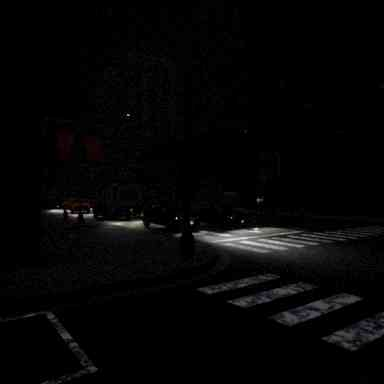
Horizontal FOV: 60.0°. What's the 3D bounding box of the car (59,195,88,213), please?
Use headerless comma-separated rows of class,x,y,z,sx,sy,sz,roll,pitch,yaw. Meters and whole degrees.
car,-12.637,1.426,36.236,1.882,1.535,5.008,0,0,-35

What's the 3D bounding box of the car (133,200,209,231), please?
car,-1.452,1.469,20.688,2.128,1.511,4.902,0,0,-36

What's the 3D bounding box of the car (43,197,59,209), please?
car,-18.395,1.534,44.310,1.895,1.301,4.718,0,0,-35

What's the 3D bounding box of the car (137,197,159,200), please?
car,-3.594,1.313,29.227,2.097,1.767,4.553,0,0,-36

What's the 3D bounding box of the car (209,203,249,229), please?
car,1.645,1.500,21.978,1.812,1.442,4.674,0,0,-37

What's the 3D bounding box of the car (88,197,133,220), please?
car,-6.867,1.441,28.212,1.882,1.535,5.008,0,0,-36

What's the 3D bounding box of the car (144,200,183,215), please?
car,-3.047,1.551,34.368,1.895,1.301,4.718,0,0,-36

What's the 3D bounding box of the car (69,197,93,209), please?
car,-15.273,1.456,45.528,1.812,1.442,4.674,0,0,-35
